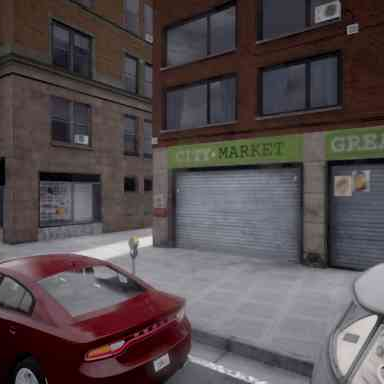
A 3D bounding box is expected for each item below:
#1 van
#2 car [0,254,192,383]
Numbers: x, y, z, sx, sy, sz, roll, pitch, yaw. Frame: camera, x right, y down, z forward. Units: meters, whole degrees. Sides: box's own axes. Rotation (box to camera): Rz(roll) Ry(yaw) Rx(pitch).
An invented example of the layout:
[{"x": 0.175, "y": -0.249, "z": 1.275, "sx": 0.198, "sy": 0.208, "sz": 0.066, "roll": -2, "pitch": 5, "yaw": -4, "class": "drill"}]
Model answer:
[{"x": 2.497, "y": 1.341, "z": 1.295, "sx": 3.998, "sy": 1.788, "sz": 1.690, "roll": 0, "pitch": 0, "yaw": 35, "class": "van"}, {"x": -2.112, "y": 1.544, "z": 4.581, "sx": 4.507, "sy": 1.381, "sz": 1.887, "roll": 0, "pitch": 0, "yaw": 35, "class": "car"}]
